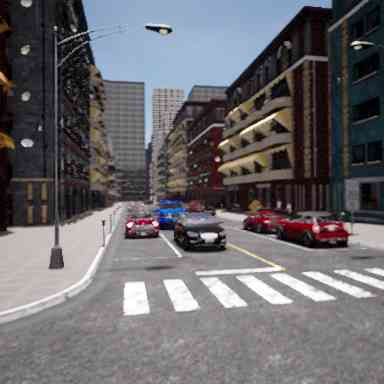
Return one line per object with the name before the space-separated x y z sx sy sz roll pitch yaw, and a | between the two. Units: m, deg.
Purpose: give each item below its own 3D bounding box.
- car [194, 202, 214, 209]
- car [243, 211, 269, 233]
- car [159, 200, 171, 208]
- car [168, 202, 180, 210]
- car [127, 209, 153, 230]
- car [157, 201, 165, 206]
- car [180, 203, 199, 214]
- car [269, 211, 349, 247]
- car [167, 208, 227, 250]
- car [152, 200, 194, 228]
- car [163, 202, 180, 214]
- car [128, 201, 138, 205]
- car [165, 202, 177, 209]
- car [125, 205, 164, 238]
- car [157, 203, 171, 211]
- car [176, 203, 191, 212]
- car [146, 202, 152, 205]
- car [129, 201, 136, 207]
car | 1.588 2.217 38.170 1.947 1.339 4.313 -1 -1 -11
car | 4.687 1.915 21.817 1.802 1.307 4.206 -1 -1 -11
car | -6.669 2.810 81.784 2.192 1.841 5.009 -1 -1 -11
car | -3.569 2.746 65.427 1.947 1.339 4.313 -1 -1 -11
car | -4.087 2.082 25.780 1.802 1.307 4.206 -1 -1 -11
car | -8.758 3.234 92.851 1.752 1.417 4.829 -1 -1 -11
car | -0.475 2.414 49.073 2.008 1.369 4.403 -1 -1 -11
car | 5.719 1.667 16.369 1.967 1.590 4.097 -1 -1 -11
car | 0.273 1.773 16.021 2.128 1.511 4.902 0 -1 -11
car | -1.602 1.697 25.931 2.150 2.045 5.566 0 -1 -11
car | -3.168 2.389 50.088 1.882 1.535 5.008 0 -1 -11
car | -10.279 2.576 58.490 1.967 1.590 4.097 -1 -1 -11
car | -4.600 2.836 70.878 2.008 1.369 4.403 -1 -1 -11
car | -3.059 1.834 20.331 1.967 1.590 4.097 -1 -1 -11
car | -5.074 2.670 60.162 1.994 1.385 4.181 0 -1 -11
car | -1.505 2.551 54.524 1.802 1.307 4.206 -1 -1 -11
car | -3.516 2.165 36.130 2.128 1.511 4.902 0 -1 -11
car | -15.402 3.184 85.579 1.752 1.417 4.829 -1 -1 -11
